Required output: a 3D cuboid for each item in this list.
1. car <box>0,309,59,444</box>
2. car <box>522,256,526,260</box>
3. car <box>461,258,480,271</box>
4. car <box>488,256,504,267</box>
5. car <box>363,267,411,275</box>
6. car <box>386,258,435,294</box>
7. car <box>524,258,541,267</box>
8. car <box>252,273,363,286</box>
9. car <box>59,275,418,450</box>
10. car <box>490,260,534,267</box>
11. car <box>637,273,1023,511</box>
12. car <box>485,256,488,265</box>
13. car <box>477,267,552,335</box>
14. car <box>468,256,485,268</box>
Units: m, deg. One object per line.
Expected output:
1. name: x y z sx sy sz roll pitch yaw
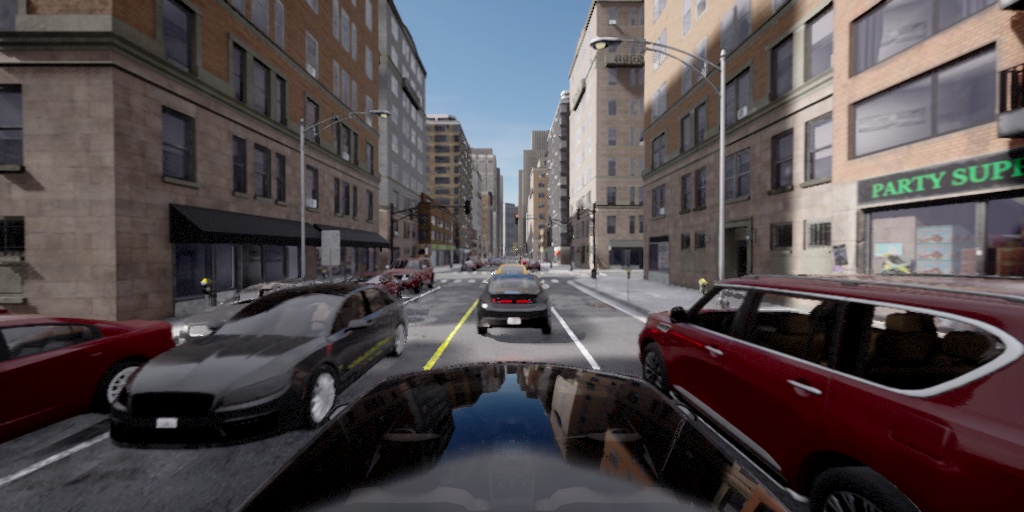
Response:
1. car: -5.669 1.291 3.248 1.888 1.381 4.507 0 0 0
2. car: 2.862 1.167 52.755 1.751 1.417 4.829 0 0 0
3. car: -5.664 1.232 46.995 1.802 1.307 4.207 0 0 0
4. car: -3.034 1.192 63.993 1.994 1.385 4.181 0 0 1
5. car: -5.667 1.298 14.413 1.802 1.307 4.207 0 0 0
6. car: -5.667 1.017 19.995 2.192 1.841 5.009 0 0 0
7. car: 2.862 1.232 47.021 1.802 1.307 4.207 0 0 0
8. car: -5.668 1.280 8.830 2.007 1.370 4.403 0 0 0
9. car: -3.097 1.244 5.646 1.837 1.490 4.892 0 0 0
10. car: 0.014 1.181 19.572 1.882 1.535 5.008 0 0 0
11. car: 2.856 1.060 3.269 2.192 1.841 5.009 0 0 0
12. car: -5.662 1.154 63.519 1.751 1.417 4.829 0 0 0
13. car: 0.063 1.228 10.458 1.837 1.490 4.892 0 0 0
14. car: -5.663 0.957 52.560 2.192 1.841 5.009 0 0 0
